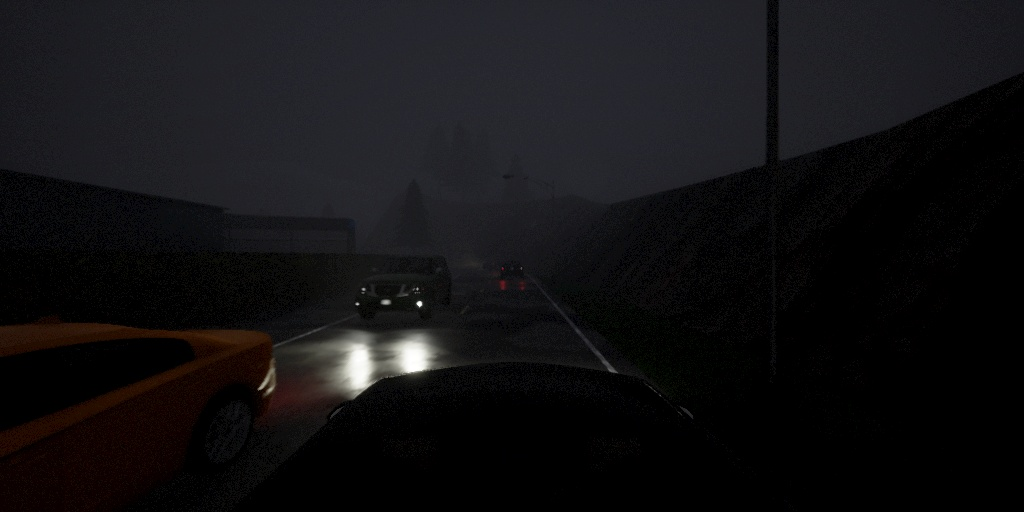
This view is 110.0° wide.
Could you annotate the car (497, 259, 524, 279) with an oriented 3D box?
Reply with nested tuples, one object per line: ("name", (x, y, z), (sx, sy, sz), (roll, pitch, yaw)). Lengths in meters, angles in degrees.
("car", (-0.042, 1.092, 32.465), (2.097, 1.767, 4.553), (0, 0, -2))

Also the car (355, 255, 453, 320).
("car", (-3.582, 0.968, 13.026), (2.150, 2.045, 5.566), (0, 0, 1))

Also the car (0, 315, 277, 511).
("car", (-3.601, 1.227, 1.957), (1.882, 1.535, 5.008), (0, 0, 0))

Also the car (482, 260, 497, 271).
("car", (-2.631, 1.227, 47.842), (2.128, 1.511, 4.902), (0, 0, -20))
